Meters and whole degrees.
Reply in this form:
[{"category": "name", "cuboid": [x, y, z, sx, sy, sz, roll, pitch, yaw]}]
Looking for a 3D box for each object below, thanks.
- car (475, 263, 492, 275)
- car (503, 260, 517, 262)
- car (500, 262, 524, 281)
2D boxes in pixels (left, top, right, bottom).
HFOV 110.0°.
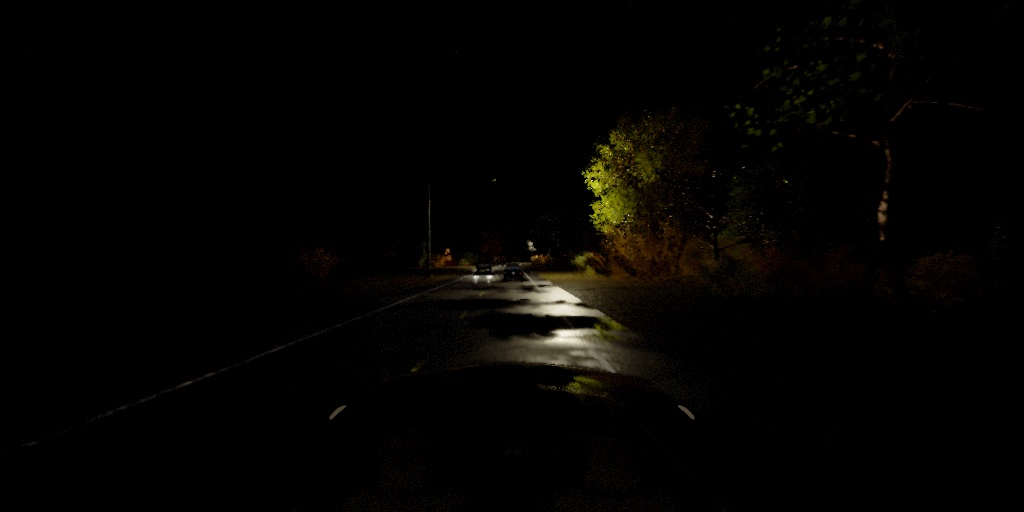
[{"category": "car", "cuboid": [-3.529, 1.609, 45.241, 1.882, 1.535, 5.008, 0, -1, 0]}, {"category": "car", "cuboid": [0.121, 1.571, 58.115, 2.097, 1.767, 4.553, 0, -1, 0]}, {"category": "car", "cuboid": [0.125, 1.566, 34.125, 2.033, 1.411, 5.357, 0, -1, 0]}]
